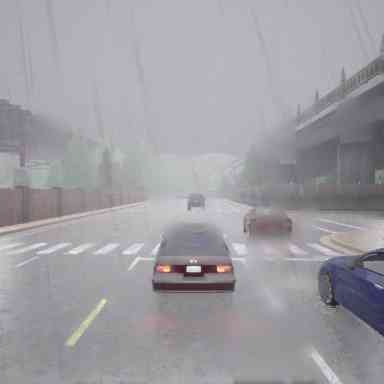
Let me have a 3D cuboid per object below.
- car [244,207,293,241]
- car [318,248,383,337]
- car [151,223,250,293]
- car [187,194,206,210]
[{"bbox_3d":[3.706,1.478,16.757,1.882,1.535,5.008,0,0,4],"label":"car"},{"bbox_3d":[3.544,1.526,5.042,1.812,1.442,4.674,0,0,0],"label":"car"},{"bbox_3d":[0.030,1.547,8.981,2.033,1.411,5.357,0,0,0],"label":"car"},{"bbox_3d":[0.587,1.221,42.572,2.150,2.045,5.566,0,0,1],"label":"car"}]
